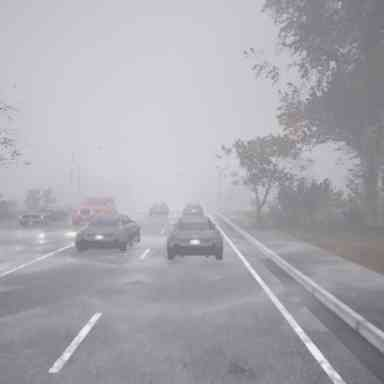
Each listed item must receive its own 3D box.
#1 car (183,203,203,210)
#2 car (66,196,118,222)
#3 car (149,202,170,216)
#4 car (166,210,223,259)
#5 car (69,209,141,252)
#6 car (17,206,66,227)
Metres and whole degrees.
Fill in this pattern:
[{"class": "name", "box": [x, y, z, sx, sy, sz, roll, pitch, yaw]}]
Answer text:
[{"class": "car", "box": [0.110, 1.726, 32.464, 1.994, 1.385, 4.181, 0, -1, 0]}, {"class": "car", "box": [-7.038, 1.338, 24.638, 2.150, 2.045, 5.566, 0, -1, 1]}, {"class": "car", "box": [-3.389, 1.763, 35.228, 1.994, 1.385, 4.181, 0, -1, 0]}, {"class": "car", "box": [0.104, 1.625, 12.954, 1.994, 1.385, 4.181, 0, 0, 0]}, {"class": "car", "box": [-3.396, 1.630, 14.172, 1.994, 1.385, 4.181, 0, 0, 0]}, {"class": "car", "box": [-10.543, 1.713, 24.006, 1.895, 1.301, 4.718, 0, 0, 0]}]
